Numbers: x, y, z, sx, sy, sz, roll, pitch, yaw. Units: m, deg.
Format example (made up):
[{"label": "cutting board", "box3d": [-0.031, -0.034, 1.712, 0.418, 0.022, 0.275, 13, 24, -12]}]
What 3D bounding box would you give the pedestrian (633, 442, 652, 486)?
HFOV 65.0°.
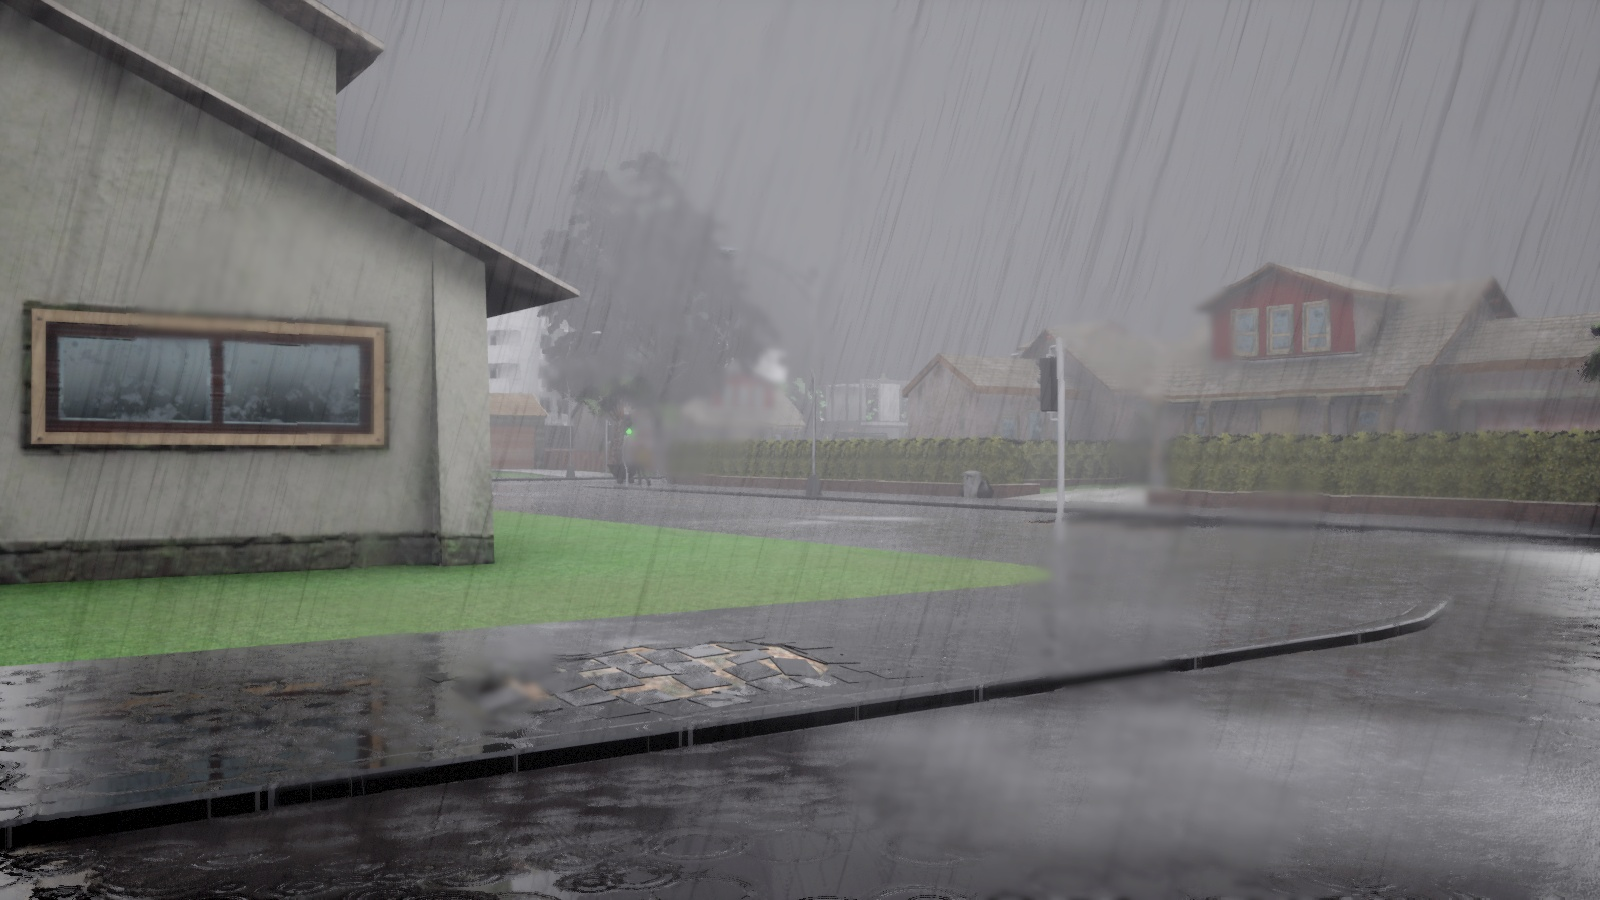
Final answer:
[{"label": "pedestrian", "box3d": [-6.607, 0.598, 52.661, 0.431, 1.840, 0.709, 0, 0, -43]}]
